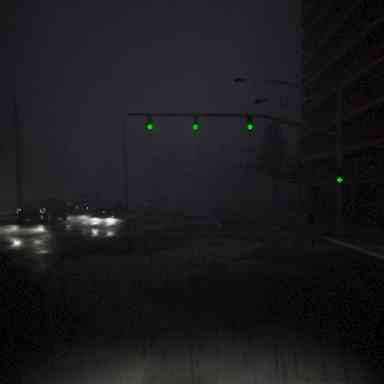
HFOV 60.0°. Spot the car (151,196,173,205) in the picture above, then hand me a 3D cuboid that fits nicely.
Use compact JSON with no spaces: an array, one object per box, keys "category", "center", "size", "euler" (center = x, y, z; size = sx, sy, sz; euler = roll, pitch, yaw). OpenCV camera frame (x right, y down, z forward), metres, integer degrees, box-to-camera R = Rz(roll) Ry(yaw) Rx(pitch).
[{"category":"car","center":[-4.653,1.295,50.143],"size":[1.895,1.301,4.718],"euler":[0,1,-28]}]

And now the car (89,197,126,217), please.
[{"category":"car","center":[-7.048,1.397,28.679],"size":[1.994,1.385,4.181],"euler":[0,0,1]}]

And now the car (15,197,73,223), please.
[{"category":"car","center":[-10.577,1.214,23.725],"size":[2.097,1.767,4.553],"euler":[0,0,0]}]

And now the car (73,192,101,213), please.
[{"category":"car","center":[-10.560,1.027,33.313],"size":[2.150,2.045,5.566],"euler":[0,0,0]}]
